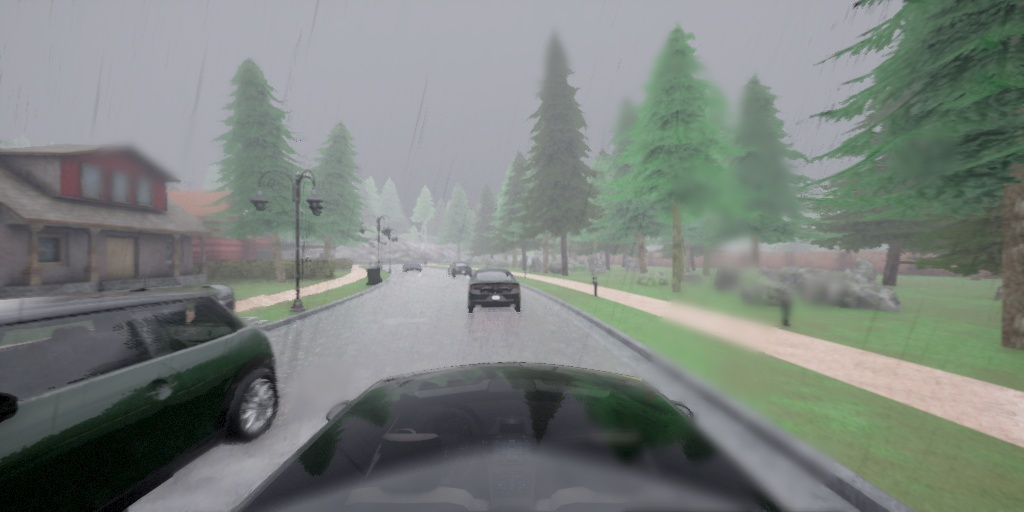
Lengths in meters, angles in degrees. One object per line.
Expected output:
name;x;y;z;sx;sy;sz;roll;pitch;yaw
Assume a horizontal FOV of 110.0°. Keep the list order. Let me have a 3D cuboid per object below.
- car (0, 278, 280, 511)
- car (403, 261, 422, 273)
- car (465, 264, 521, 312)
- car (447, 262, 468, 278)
car;-3.742;1.115;2.265;2.097;1.767;4.553;0;0;-1
car;-12.225;1.290;43.819;2.033;1.411;5.357;0;0;-22
car;-0.809;1.215;14.293;1.882;1.535;5.008;0;0;-6
car;-5.011;1.254;34.404;1.812;1.442;4.674;0;0;-17
